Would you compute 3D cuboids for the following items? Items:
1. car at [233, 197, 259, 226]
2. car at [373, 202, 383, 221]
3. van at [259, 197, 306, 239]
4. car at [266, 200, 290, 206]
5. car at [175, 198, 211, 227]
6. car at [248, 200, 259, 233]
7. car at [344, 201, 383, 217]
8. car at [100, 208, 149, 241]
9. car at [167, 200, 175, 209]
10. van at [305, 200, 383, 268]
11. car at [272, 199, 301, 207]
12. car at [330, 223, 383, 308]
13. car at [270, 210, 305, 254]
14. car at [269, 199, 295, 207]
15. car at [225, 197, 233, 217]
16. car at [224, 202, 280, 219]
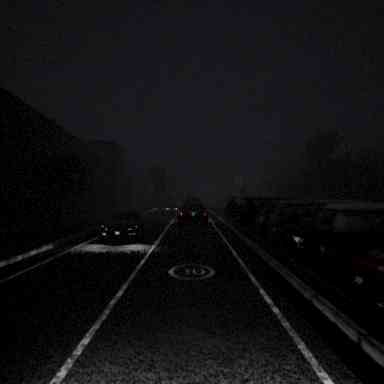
[{"bbox_3d":[5.606,1.343,20.278,5.566,2.045,2.435,0,0,0],"label":"car"},{"bbox_3d":[18.657,1.671,28.684,5.008,1.535,2.097,0,-1,0],"label":"car"},{"bbox_3d":[5.469,1.331,14.673,4.442,1.987,1.878,0,0,0],"label":"van"},{"bbox_3d":[18.645,2.372,72.430,4.674,1.452,2.002,0,-1,0],"label":"car"},{"bbox_3d":[0.080,1.503,24.050,2.097,1.767,4.553,0,0,0],"label":"car"},{"bbox_3d":[5.549,1.448,17.476,4.553,1.767,2.185,0,0,0],"label":"car"},{"bbox_3d":[18.646,1.738,34.252,5.008,1.535,2.097,0,-1,0],"label":"car"},{"bbox_3d":[-3.363,1.612,17.382,1.837,1.490,4.892,0,0,0],"label":"car"},{"bbox_3d":[-3.350,2.169,58.999,1.837,1.490,4.892,0,-1,0],"label":"car"},{"bbox_3d":[5.711,1.297,9.067,4.442,1.987,1.878,0,0,0],"label":"van"},{"bbox_3d":[18.655,2.229,65.882,5.008,1.535,2.097,0,-1,0],"label":"car"},{"bbox_3d":[5.595,1.505,6.261,5.008,1.535,2.097,0,0,0],"label":"car"},{"bbox_3d":[5.584,1.541,11.867,4.892,1.521,2.231,0,0,0],"label":"car"},{"bbox_3d":[18.643,2.282,69.155,4.892,1.521,2.231,0,-1,0],"label":"car"},{"bbox_3d":[5.601,1.419,28.688,5.566,2.045,2.435,0,-1,0],"label":"car"},{"bbox_3d":[5.566,1.704,31.486,4.892,1.521,2.231,0,-1,0],"label":"car"}]
